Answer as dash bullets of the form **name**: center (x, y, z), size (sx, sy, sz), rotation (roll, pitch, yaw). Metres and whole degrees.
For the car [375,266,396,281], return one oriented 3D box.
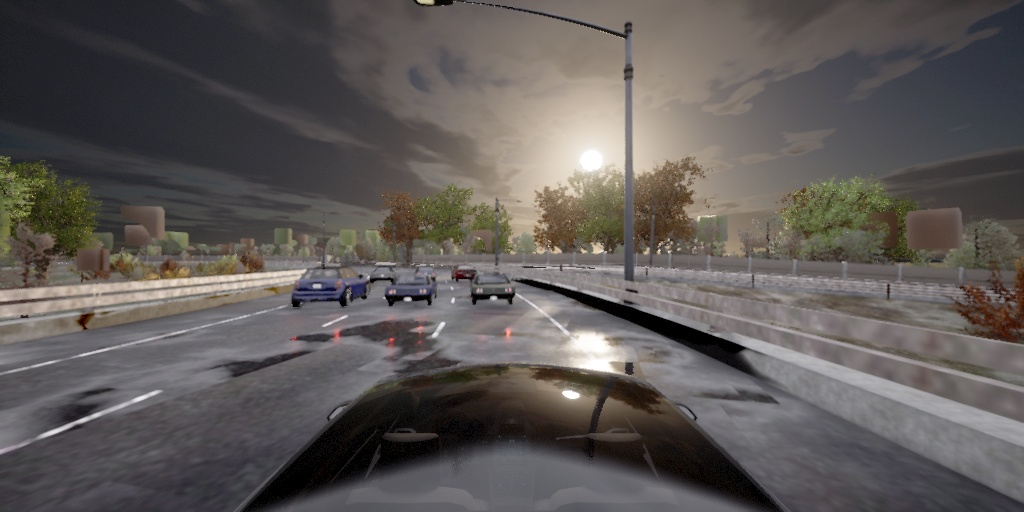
- **car**: center (-11.217, 1.600, 31.417), size (1.994, 1.385, 4.181), rotation (0, -1, -16)

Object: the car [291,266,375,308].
- **car**: center (-7.996, 1.241, 16.276), size (2.097, 1.767, 4.553), rotation (0, -1, -8)

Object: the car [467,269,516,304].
- **car**: center (-1.062, 1.498, 17.245), size (1.895, 1.301, 4.718), rotation (0, -1, -8)

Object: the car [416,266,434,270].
- **car**: center (-7.749, 1.588, 32.054), size (2.033, 1.411, 5.357), rotation (0, -1, -16)

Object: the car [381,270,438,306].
- **car**: center (-4.531, 1.495, 16.774), size (1.895, 1.301, 4.718), rotation (0, -1, -8)

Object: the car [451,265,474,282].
- **car**: center (-4.526, 1.531, 33.476), size (1.882, 1.535, 5.008), rotation (0, 0, -16)
